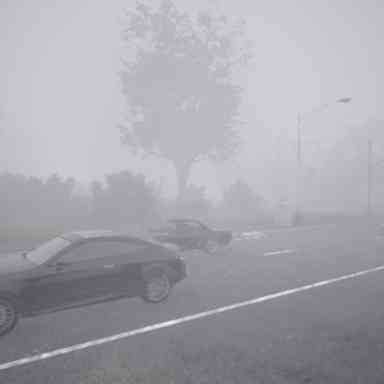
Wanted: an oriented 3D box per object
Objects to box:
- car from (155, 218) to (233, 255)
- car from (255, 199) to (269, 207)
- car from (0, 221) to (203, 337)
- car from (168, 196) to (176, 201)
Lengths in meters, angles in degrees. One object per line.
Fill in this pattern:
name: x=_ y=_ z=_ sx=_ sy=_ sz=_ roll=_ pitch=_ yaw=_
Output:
car: x=-0.865 y=1.638 z=11.970 sx=4.718 sy=1.301 sz=1.895 roll=0 pitch=0 yaw=-35
car: x=10.153 y=1.439 z=54.727 sx=2.150 sy=2.045 sz=5.566 roll=0 pitch=0 yaw=-33
car: x=-2.256 y=1.537 z=6.681 sx=4.674 sy=1.442 sz=1.812 roll=0 pitch=0 yaw=-35
car: x=-3.020 y=1.595 z=68.065 sx=1.882 sy=1.535 sz=5.008 roll=0 pitch=0 yaw=-36
